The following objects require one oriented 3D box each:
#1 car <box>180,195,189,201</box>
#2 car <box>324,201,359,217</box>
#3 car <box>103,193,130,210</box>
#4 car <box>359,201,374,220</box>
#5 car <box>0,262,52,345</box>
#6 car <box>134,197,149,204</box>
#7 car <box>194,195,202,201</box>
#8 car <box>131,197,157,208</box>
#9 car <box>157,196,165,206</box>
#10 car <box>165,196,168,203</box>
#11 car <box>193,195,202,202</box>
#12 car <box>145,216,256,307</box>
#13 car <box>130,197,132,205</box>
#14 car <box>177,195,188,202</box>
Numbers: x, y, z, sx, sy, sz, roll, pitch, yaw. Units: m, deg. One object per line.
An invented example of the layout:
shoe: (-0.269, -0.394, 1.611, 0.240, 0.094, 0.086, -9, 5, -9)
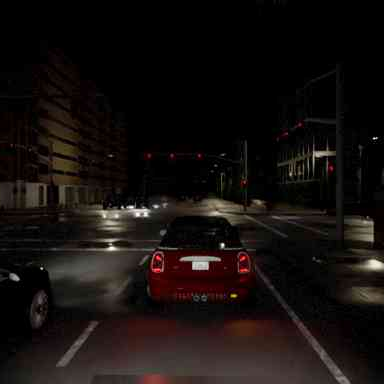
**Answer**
car: (-1.927, 1.534, 83.967, 2.033, 1.411, 5.357, 0, 0, 2)
car: (14.516, 1.545, 30.045, 4.902, 1.511, 2.128, 0, 0, 1)
car: (-10.149, 1.218, 44.138, 2.150, 2.045, 5.566, 0, 0, 1)
car: (16.702, 1.601, 26.497, 5.357, 1.411, 2.033, 0, 0, 1)
car: (-3.395, 1.491, 3.911, 2.128, 1.511, 4.902, 0, 0, 1)
car: (-9.595, 1.596, 63.550, 1.895, 1.301, 4.718, 0, 0, 2)
car: (1.576, 1.472, 84.013, 1.882, 1.535, 5.008, 0, 0, 2)
car: (-6.593, 1.488, 46.554, 2.128, 1.511, 4.902, 0, 0, 1)
car: (-6.332, 1.544, 56.568, 2.033, 1.411, 5.357, 0, 0, 2)
car: (-5.966, 1.521, 66.841, 1.812, 1.442, 4.674, 0, 0, 2)
car: (1.271, 1.473, 73.859, 1.882, 1.535, 5.008, 0, 0, 2)
car: (0.223, 1.351, 8.139, 2.097, 1.767, 4.553, 0, 0, 2)
car: (-9.927, 1.560, 53.550, 1.994, 1.385, 4.181, 0, 0, 2)
car: (-2.228, 1.519, 73.881, 2.128, 1.511, 4.902, 0, 0, 2)
